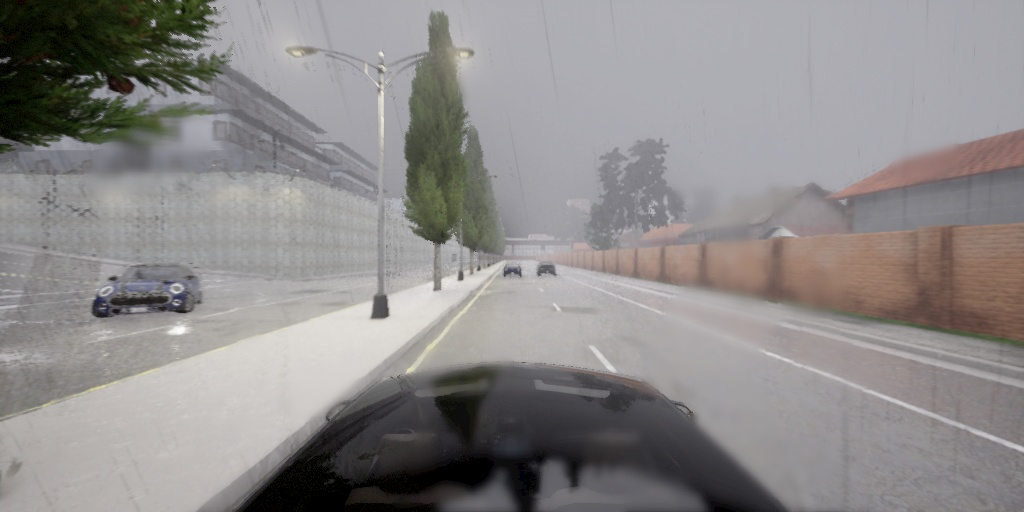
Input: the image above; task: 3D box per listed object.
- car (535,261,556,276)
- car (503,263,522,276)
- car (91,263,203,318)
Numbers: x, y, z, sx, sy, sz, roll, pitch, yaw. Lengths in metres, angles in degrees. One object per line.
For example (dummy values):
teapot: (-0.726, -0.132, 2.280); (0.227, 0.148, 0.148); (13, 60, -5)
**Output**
car: (3.578, 1.316, 38.366); (1.837, 1.490, 4.892); (0, 0, 0)
car: (0.069, 1.408, 37.183); (1.895, 1.301, 4.718); (0, 0, 1)
car: (-12.670, 1.057, 12.807); (2.097, 1.767, 4.553); (0, 0, -35)
